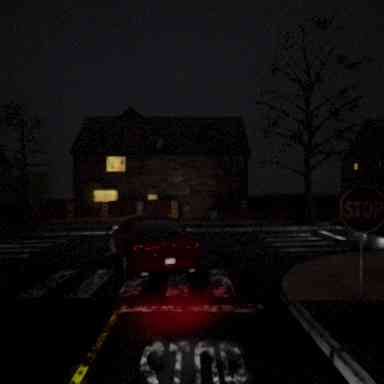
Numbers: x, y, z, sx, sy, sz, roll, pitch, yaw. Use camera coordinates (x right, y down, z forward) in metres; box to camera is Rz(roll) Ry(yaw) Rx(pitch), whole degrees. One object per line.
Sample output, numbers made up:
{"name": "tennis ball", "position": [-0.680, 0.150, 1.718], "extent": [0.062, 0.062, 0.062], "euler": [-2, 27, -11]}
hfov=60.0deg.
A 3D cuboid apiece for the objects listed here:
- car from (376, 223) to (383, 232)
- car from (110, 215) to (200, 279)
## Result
{"name": "car", "position": [10.579, 0.991, 15.552], "extent": [4.553, 1.767, 2.097], "euler": [-1, 1, -1]}
{"name": "car", "position": [-1.304, 1.446, 10.162], "extent": [1.882, 1.535, 5.008], "euler": [0, 1, -19]}
